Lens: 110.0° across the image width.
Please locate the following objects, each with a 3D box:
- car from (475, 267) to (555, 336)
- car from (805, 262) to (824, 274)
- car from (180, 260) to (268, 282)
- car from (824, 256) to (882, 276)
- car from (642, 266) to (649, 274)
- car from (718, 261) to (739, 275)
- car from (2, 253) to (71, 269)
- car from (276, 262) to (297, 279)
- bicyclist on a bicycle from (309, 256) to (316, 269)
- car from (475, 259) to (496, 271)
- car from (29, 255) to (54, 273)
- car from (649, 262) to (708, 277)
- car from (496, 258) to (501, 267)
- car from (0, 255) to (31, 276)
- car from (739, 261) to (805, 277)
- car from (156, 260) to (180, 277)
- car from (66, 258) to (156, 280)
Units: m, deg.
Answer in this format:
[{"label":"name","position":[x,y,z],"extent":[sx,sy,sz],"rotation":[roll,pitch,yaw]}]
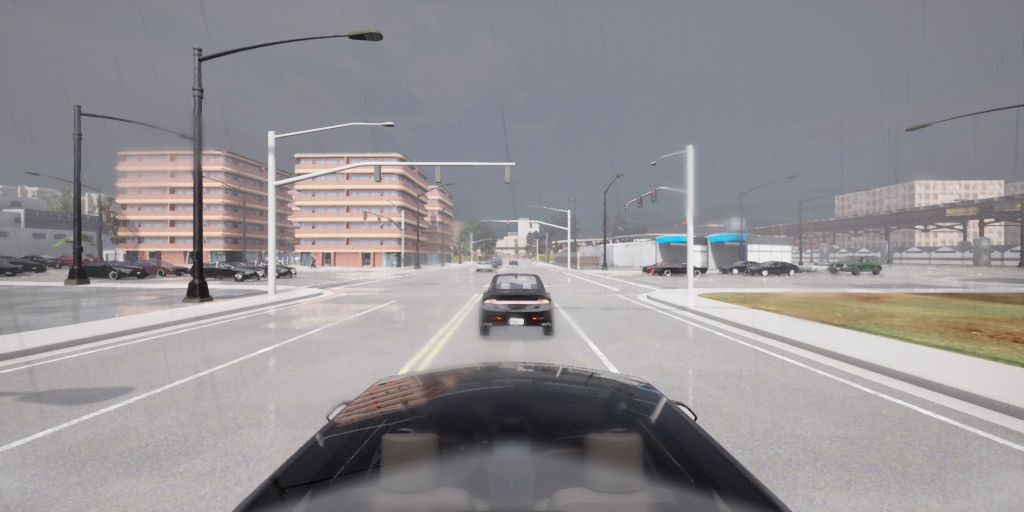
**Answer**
[{"label":"car","position":[0.121,1.242,10.343],"extent":[2.128,1.511,4.902],"rotation":[0,0,0]},{"label":"car","position":[34.885,1.351,41.028],"extent":[4.718,1.301,1.895],"rotation":[0,0,-19]},{"label":"car","position":[-20.949,1.109,26.508],"extent":[4.902,1.511,2.128],"rotation":[1,0,1]},{"label":"car","position":[36.329,0.971,37.857],"extent":[5.566,2.045,2.150],"rotation":[0,0,-19]},{"label":"car","position":[16.475,1.314,39.179],"extent":[4.181,1.385,1.994],"rotation":[0,0,1]},{"label":"car","position":[25.220,1.255,39.256],"extent":[4.892,1.490,1.837],"rotation":[0,0,-5]},{"label":"car","position":[-50.377,0.628,37.894],"extent":[4.892,1.490,1.837],"rotation":[1,0,2]},{"label":"car","position":[-20.660,1.109,29.999],"extent":[4.902,1.511,2.128],"rotation":[1,0,1]},{"label":"bicyclist on a bicycle","position":[-25.927,0.844,46.628],"extent":[0.582,1.620,1.656],"rotation":[1,0,1]},{"label":"car","position":[-3.387,1.325,43.953],"extent":[1.895,1.301,4.718],"rotation":[0,0,0]},{"label":"car","position":[-42.634,0.827,30.559],"extent":[4.181,1.385,1.994],"rotation":[1,0,1]},{"label":"car","position":[16.635,1.351,35.651],"extent":[4.718,1.301,1.895],"rotation":[0,0,0]},{"label":"car","position":[-3.308,1.240,57.859],"extent":[2.128,1.511,4.902],"rotation":[0,0,0]},{"label":"car","position":[-40.430,0.851,27.002],"extent":[5.357,1.411,2.033],"rotation":[1,0,1]},{"label":"car","position":[25.914,1.255,35.803],"extent":[4.892,1.490,1.837],"rotation":[0,0,-5]},{"label":"car","position":[-30.403,1.025,30.250],"extent":[5.357,1.411,2.033],"rotation":[1,0,1]},{"label":"car","position":[-29.789,1.054,26.731],"extent":[4.181,1.385,1.994],"rotation":[1,0,1]}]
